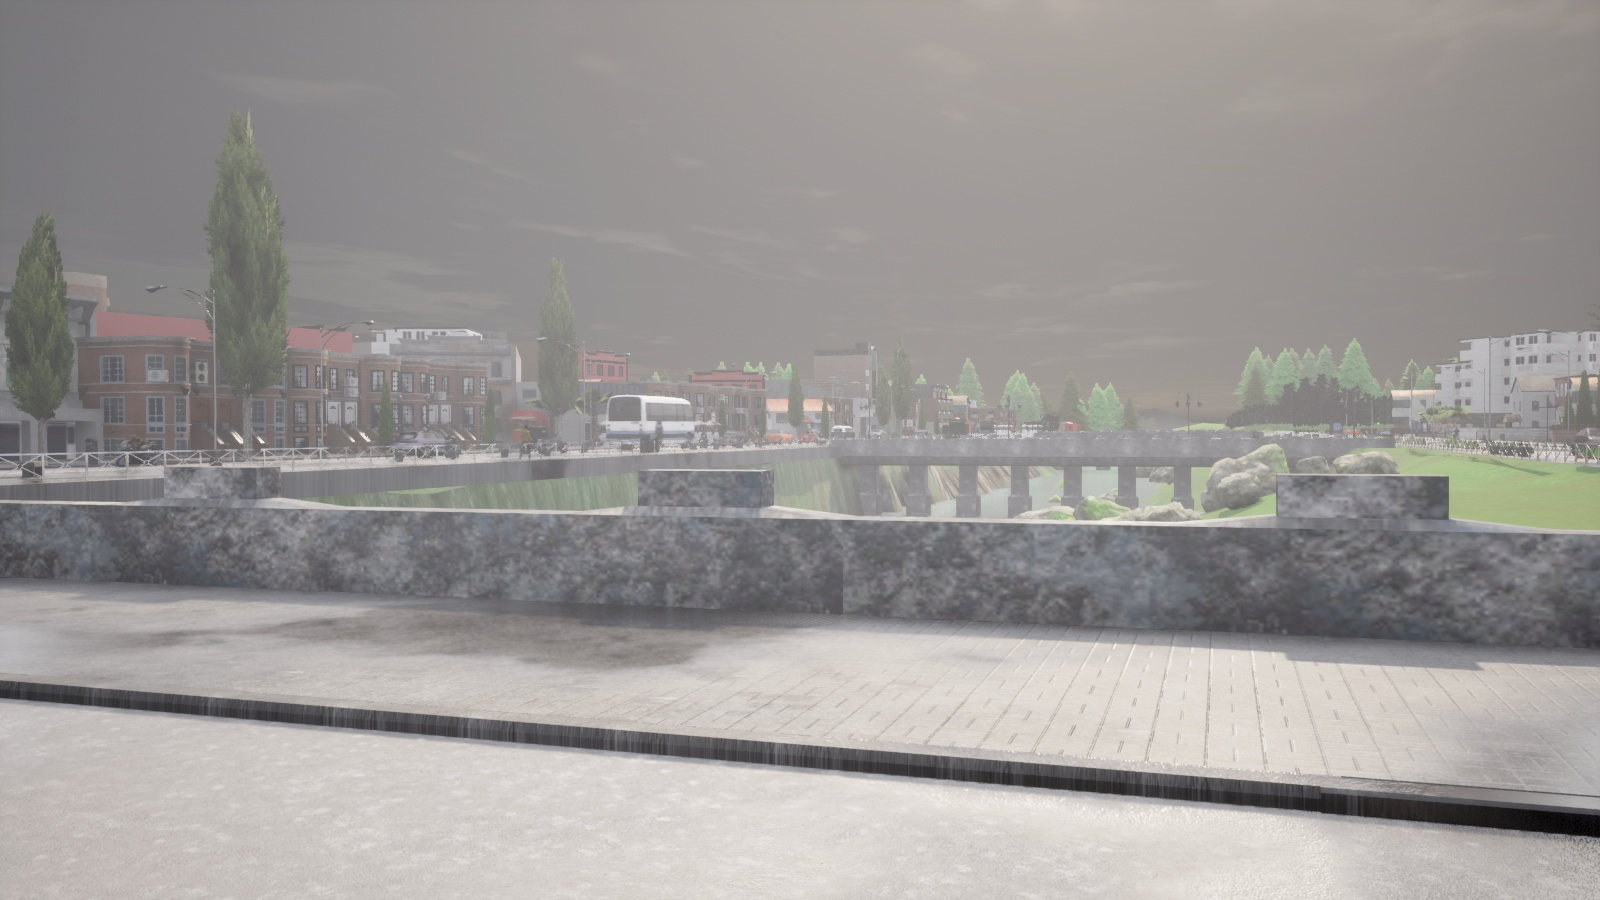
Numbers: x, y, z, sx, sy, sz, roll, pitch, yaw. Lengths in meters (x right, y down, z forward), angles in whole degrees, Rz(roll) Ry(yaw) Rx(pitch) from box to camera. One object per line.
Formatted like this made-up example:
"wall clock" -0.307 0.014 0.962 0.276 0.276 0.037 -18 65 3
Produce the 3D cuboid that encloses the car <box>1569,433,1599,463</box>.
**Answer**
"car" 42.390 -0.104 66.724 1.789 1.549 3.705 1 1 19

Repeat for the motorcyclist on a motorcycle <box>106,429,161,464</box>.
"motorcyclist on a motorcycle" -30.174 -0.163 56.919 0.866 1.530 2.191 1 1 19

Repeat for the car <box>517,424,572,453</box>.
"car" -17.002 -0.779 83.566 1.905 1.878 3.866 1 1 19

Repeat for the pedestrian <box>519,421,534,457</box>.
"pedestrian" -14.159 -0.559 65.067 0.431 1.840 0.709 1 1 27

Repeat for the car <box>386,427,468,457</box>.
"car" -21.109 -0.465 71.343 2.033 1.649 4.856 1 1 19
